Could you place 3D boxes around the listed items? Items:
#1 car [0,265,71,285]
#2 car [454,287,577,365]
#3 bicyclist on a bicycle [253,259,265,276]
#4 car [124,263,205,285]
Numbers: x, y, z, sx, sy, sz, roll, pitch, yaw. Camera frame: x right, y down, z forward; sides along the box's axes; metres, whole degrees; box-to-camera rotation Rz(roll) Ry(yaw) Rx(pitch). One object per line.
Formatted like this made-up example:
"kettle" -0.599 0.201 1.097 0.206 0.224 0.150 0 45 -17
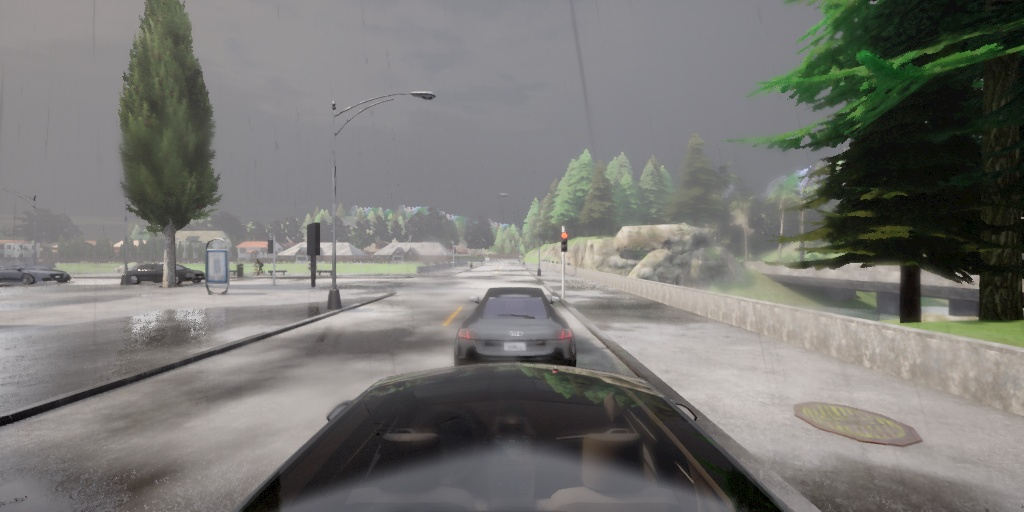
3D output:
"car" -34.644 1.314 25.745 4.181 1.385 1.994 0 0 0
"car" 0.063 1.314 7.318 1.994 1.385 4.181 0 0 0
"bicyclist on a bicycle" -24.104 1.099 34.140 0.582 1.620 1.656 0 0 0
"car" -24.836 1.255 25.742 4.892 1.490 1.837 0 0 0
